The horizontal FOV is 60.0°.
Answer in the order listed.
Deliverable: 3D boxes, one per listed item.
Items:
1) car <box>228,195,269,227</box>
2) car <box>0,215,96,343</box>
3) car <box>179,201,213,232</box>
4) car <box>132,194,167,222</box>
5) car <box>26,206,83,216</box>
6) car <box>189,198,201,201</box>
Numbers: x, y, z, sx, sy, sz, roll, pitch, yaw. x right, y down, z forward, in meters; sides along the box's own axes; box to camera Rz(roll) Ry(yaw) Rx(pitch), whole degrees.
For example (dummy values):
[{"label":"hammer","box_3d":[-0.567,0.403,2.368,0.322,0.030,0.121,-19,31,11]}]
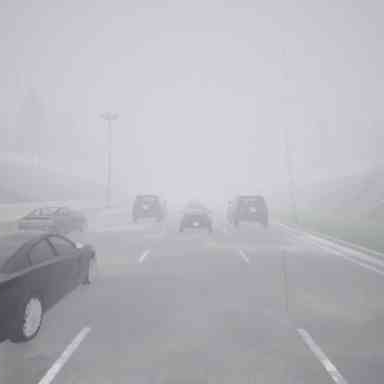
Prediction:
[{"label":"car","box_3d":[3.742,1.220,22.896,2.150,2.045,5.566,0,0,0]},{"label":"car","box_3d":[-3.336,1.469,6.446,1.882,1.535,5.008,0,0,0]},{"label":"car","box_3d":[0.227,1.518,19.822,1.812,1.442,4.674,0,0,0]},{"label":"car","box_3d":[-3.238,1.205,25.992,2.150,2.045,5.566,0,0,0]},{"label":"car","box_3d":[-6.797,1.472,16.724,2.128,1.511,4.902,0,0,0]},{"label":"car","box_3d":[0.359,1.510,41.709,1.812,1.442,4.674,0,0,0]}]
